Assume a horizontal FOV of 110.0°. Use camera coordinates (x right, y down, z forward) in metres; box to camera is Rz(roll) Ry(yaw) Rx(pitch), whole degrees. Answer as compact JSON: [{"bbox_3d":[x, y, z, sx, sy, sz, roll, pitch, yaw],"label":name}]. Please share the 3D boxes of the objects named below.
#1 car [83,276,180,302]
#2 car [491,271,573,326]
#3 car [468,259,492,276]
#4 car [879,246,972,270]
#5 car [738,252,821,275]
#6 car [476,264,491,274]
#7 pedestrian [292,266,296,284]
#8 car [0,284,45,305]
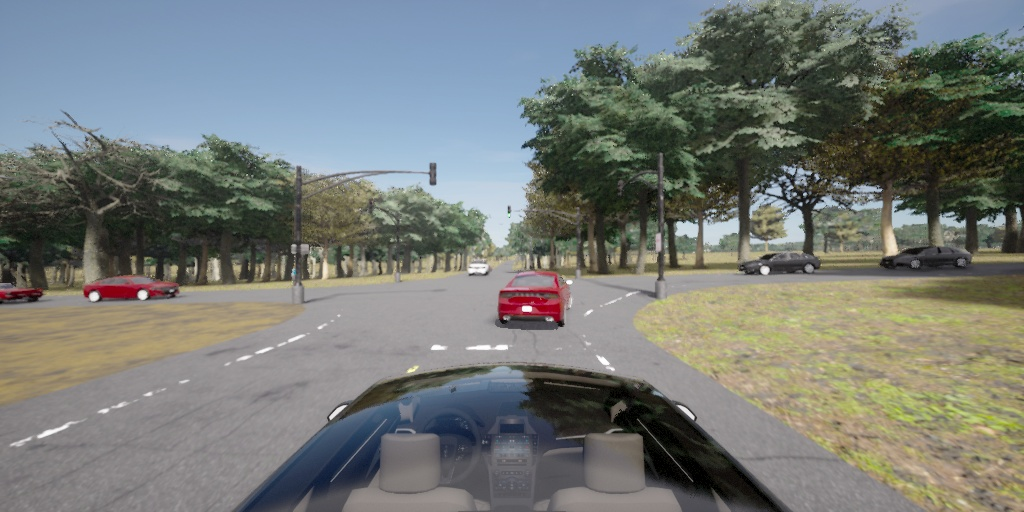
[{"bbox_3d":[-23.828,1.997,22.575,5.008,1.535,1.882,-2,-1,2],"label":"car"},{"bbox_3d":[0.929,1.242,11.916,1.882,1.535,5.008,0,0,12],"label":"car"},{"bbox_3d":[-4.178,1.443,45.468,2.150,2.045,5.566,0,-1,0],"label":"car"},{"bbox_3d":[27.952,0.128,24.332,4.892,1.490,1.837,-2,-1,2],"label":"car"},{"bbox_3d":[18.310,0.507,24.686,4.892,1.490,1.837,-2,-1,2],"label":"car"},{"bbox_3d":[-4.395,1.971,55.417,1.994,1.385,4.181,0,-1,-1],"label":"car"},{"bbox_3d":[-18.090,1.698,29.953,0.375,1.860,0.375,0,1,2],"label":"pedestrian"},{"bbox_3d":[-33.188,2.439,22.947,4.718,1.301,1.895,-2,-1,2],"label":"car"}]
